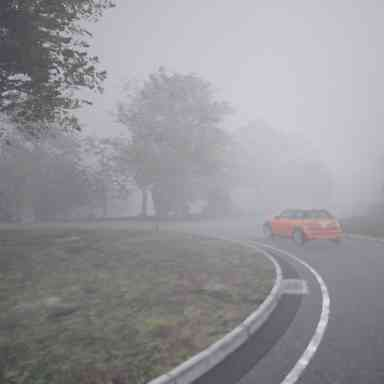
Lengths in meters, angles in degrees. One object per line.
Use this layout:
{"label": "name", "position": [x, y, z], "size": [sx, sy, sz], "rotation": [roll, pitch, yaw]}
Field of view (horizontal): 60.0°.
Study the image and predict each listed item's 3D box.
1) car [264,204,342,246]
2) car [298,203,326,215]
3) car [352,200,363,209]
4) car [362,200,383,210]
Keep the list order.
{"label": "car", "position": [5.473, 1.607, 17.123], "size": [2.097, 1.767, 4.553], "rotation": [-1, -1, -14]}
{"label": "car", "position": [15.505, 2.172, 42.841], "size": [1.994, 1.385, 4.181], "rotation": [-2, -1, 42]}
{"label": "car", "position": [29.749, 2.249, 58.736], "size": [1.837, 1.490, 4.892], "rotation": [-2, -1, 42]}
{"label": "car", "position": [29.397, 2.135, 52.996], "size": [2.128, 1.511, 4.902], "rotation": [-2, -1, 42]}
